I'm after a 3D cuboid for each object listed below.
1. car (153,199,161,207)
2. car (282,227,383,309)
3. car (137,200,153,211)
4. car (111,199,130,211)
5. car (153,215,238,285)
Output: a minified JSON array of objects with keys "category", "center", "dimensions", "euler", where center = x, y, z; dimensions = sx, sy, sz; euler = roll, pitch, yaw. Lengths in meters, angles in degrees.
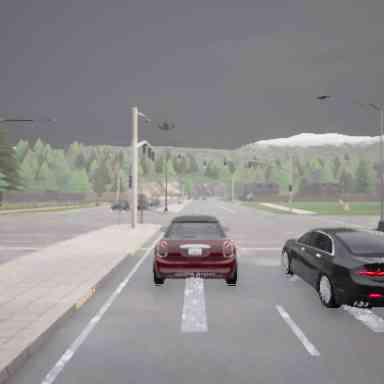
[{"category":"car","center":[-7.253,2.244,66.368],"dimensions":[1.837,1.490,4.892],"euler":[0,-1,1]},{"category":"car","center":[3.575,1.596,8.020],"dimensions":[1.837,1.490,4.892],"euler":[0,-1,0]},{"category":"car","center":[-7.563,2.075,51.036],"dimensions":[1.837,1.490,4.892],"euler":[0,0,1]},{"category":"car","center":[-10.971,1.923,51.023],"dimensions":[2.097,1.767,4.553],"euler":[0,-1,1]},{"category":"car","center":[0.089,1.465,10.029],"dimensions":[2.097,1.767,4.553],"euler":[0,-1,0]}]
